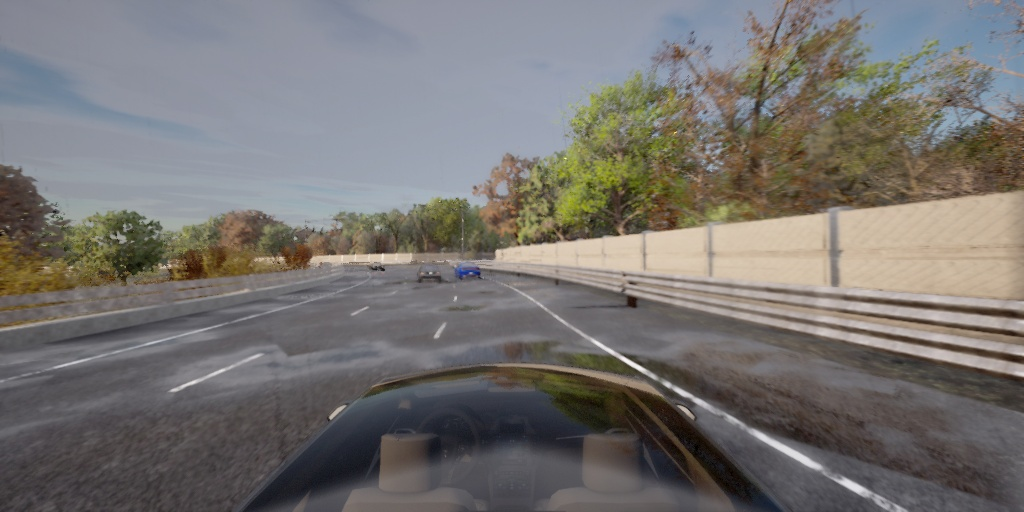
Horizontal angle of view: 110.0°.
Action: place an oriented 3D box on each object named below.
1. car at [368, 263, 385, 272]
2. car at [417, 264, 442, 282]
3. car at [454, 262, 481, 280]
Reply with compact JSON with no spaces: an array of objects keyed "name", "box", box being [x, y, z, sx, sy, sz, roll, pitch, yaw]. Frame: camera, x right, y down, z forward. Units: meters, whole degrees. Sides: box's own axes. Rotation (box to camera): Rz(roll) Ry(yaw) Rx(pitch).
[{"name":"car","box":[-21.076,1.725,55.460,1.895,1.301,4.718,-1,0,-30]},{"name":"car","box":[-7.190,1.428,31.134,2.033,1.411,5.357,-1,0,-16]},{"name":"car","box":[-4.110,1.306,32.687,1.882,1.535,5.008,-1,0,-16]}]
